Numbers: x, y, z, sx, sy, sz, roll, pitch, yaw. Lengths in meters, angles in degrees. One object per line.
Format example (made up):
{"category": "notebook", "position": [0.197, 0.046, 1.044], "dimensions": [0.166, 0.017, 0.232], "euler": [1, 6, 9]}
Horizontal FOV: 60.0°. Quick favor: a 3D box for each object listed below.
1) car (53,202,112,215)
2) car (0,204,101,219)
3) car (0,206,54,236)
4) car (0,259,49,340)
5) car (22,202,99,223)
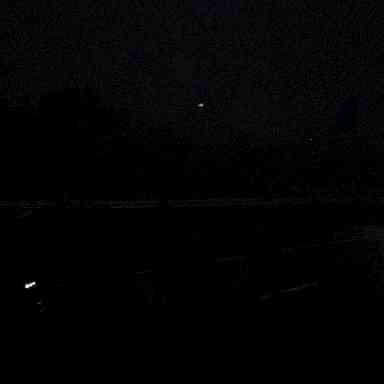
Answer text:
{"category": "car", "position": [-8.224, 1.496, 23.836], "dimensions": [4.902, 1.511, 2.128], "euler": [0, 0, -35]}
{"category": "car", "position": [-7.204, 1.510, 16.003], "dimensions": [4.892, 1.490, 1.837], "euler": [1, 0, -35]}
{"category": "car", "position": [-10.030, 1.567, 18.296], "dimensions": [4.181, 1.385, 1.994], "euler": [0, 0, -35]}
{"category": "car", "position": [-4.692, 1.492, 4.697], "dimensions": [4.902, 1.511, 2.128], "euler": [0, 0, -35]}
{"category": "car", "position": [-10.416, 1.552, 26.564], "dimensions": [5.357, 1.411, 2.033], "euler": [0, 0, -35]}
